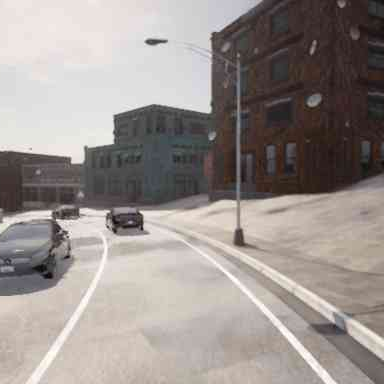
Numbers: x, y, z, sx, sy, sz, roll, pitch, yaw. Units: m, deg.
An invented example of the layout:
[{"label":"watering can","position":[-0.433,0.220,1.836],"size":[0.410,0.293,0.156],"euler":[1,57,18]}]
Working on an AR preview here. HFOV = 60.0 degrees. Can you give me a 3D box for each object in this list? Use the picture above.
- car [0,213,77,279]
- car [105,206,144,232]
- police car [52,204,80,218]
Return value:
[{"label":"car","position":[-4.894,1.618,10.215],"size":[1.812,1.442,4.674],"euler":[-1,-1,-12]},{"label":"car","position":[-4.483,1.668,21.692],"size":[1.882,1.535,5.008],"euler":[-1,-1,-21]},{"label":"police car","position":[-14.811,2.229,38.828],"size":[1.930,1.638,5.238],"euler":[-2,-1,-39]}]
